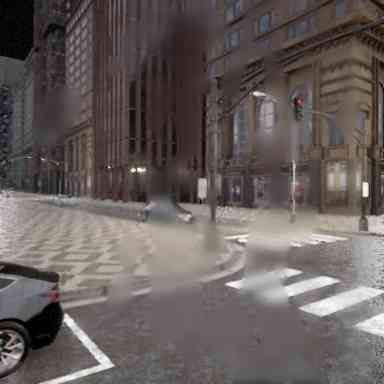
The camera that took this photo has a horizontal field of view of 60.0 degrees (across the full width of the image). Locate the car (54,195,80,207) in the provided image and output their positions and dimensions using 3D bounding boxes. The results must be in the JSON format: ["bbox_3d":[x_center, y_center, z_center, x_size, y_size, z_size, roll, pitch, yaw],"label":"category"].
[{"bbox_3d":[-15.054,1.044,40.070,1.895,1.301,4.718,1,1,-36],"label":"car"}]

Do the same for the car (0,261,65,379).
[{"bbox_3d":[-3.794,1.561,3.941,4.313,1.339,1.947,0,0,-36],"label":"car"}]

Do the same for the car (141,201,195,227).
[{"bbox_3d":[-1.695,1.318,21.510,1.812,1.442,4.674,1,1,-36],"label":"car"}]
